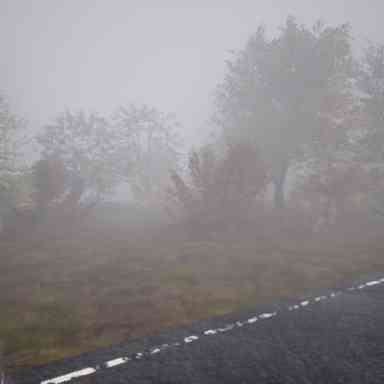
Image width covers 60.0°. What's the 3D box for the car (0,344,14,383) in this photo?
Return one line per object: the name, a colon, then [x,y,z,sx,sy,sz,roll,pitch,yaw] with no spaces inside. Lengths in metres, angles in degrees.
car: [-3.254,1.493,1.014,4.902,1.511,2.128,0,0,-36]
